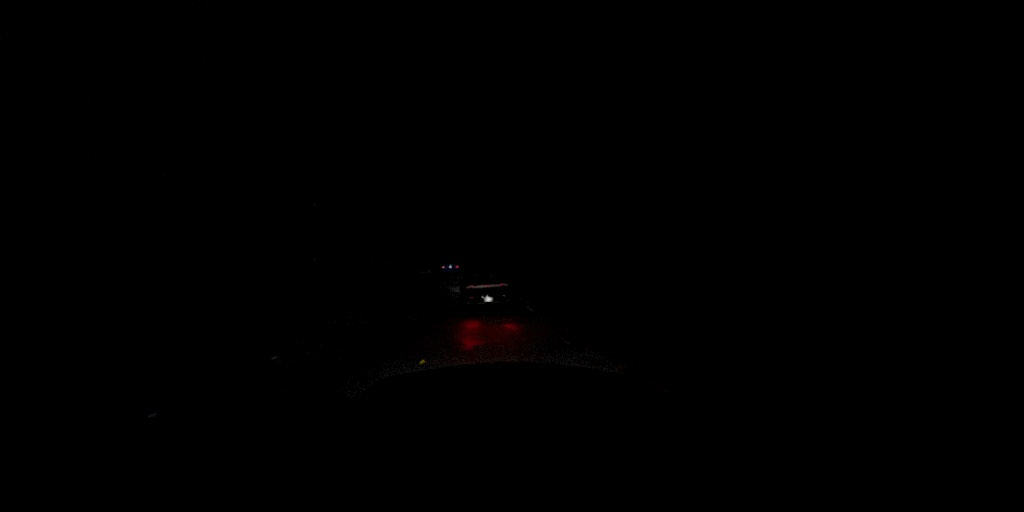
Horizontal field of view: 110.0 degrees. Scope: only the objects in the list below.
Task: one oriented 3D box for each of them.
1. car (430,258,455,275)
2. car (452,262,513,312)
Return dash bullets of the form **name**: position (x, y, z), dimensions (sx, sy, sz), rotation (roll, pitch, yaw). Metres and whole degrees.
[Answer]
- **car**: position (-6.151, 0.931, 32.636), dimensions (2.033, 1.411, 5.357), rotation (-1, 2, -22)
- **car**: position (-1.149, 1.164, 14.251), dimensions (2.128, 1.511, 4.902), rotation (-3, 2, -9)
